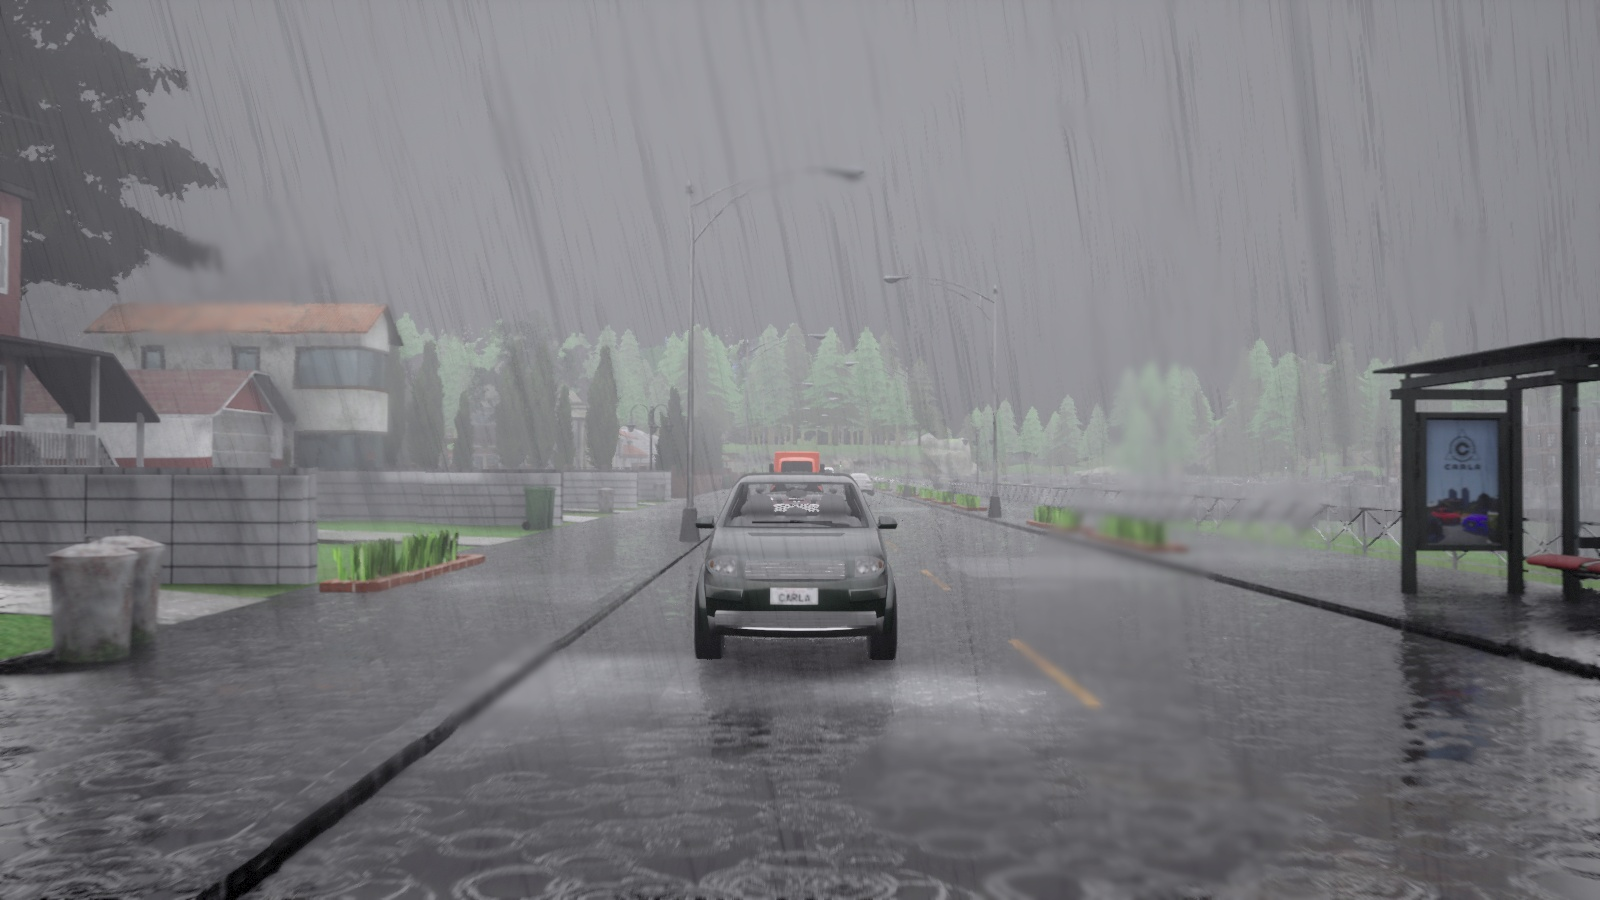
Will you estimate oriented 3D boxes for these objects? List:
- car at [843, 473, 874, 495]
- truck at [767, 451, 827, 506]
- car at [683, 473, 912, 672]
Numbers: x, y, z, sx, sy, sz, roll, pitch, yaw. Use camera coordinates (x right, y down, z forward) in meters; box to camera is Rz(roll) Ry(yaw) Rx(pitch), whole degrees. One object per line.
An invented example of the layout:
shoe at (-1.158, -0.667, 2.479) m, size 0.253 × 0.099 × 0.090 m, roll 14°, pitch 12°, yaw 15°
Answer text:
car at (3.808, 2.199, 82.039) m, size 1.812 × 1.442 × 4.674 m, roll 0°, pitch -1°, yaw 0°
truck at (-0.140, 1.311, 58.681) m, size 2.627 × 2.467 × 5.204 m, roll 0°, pitch -1°, yaw 0°
car at (-0.028, 0.989, 11.682) m, size 1.789 × 1.549 × 3.705 m, roll 0°, pitch -1°, yaw 0°
